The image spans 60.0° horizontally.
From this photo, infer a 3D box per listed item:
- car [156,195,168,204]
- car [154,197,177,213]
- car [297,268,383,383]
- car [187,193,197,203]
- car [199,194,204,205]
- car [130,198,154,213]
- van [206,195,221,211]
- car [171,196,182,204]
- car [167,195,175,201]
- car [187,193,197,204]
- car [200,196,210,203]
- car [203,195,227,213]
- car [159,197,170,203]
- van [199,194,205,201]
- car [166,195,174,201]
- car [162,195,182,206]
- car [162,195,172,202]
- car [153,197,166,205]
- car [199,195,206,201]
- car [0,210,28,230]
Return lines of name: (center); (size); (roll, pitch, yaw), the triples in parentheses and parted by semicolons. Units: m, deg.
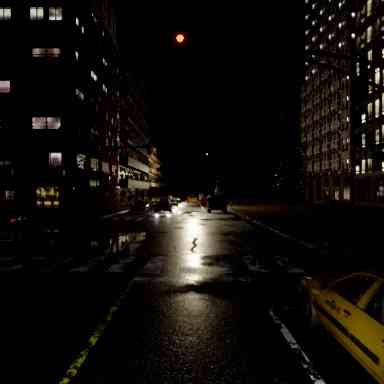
car: (-5.697, 1.487, 64.005); (1.967, 1.590, 4.097); (0, 0, 0)
car: (-3.096, 1.559, 36.872); (2.033, 1.411, 5.357); (0, 0, 0)
car: (2.686, 1.525, 4.129); (1.752, 1.417, 4.829); (0, 0, 0)
car: (0.000, 1.291, 75.861); (2.150, 2.045, 5.566); (0, 0, 0)
car: (2.683, 1.353, 58.478); (2.192, 1.841, 5.009); (0, 0, 0)
car: (-5.694, 1.562, 36.371); (2.008, 1.369, 4.403); (0, 0, 0)
van: (2.684, 1.357, 41.898); (1.690, 1.788, 3.998); (0, 0, 0)
car: (-3.030, 1.598, 66.336); (2.033, 1.411, 5.357); (0, 0, 1)
car: (-5.697, 1.642, 91.637); (1.887, 1.381, 4.507); (0, 0, 0)
car: (0.098, 1.526, 65.386); (1.882, 1.535, 5.008); (0, 0, 0)
car: (2.684, 1.600, 69.532); (1.887, 1.381, 4.507); (0, 0, 0)
car: (2.684, 1.326, 36.372); (2.192, 1.841, 5.009); (0, 0, 0)
car: (-5.696, 1.637, 69.532); (1.802, 1.307, 4.206); (0, 0, 0)
van: (2.682, 1.439, 91.637); (1.690, 1.788, 3.998); (0, 0, 0)
car: (-5.696, 1.611, 85.941); (1.752, 1.417, 4.829); (0, 0, 0)
car: (-3.075, 1.518, 51.019); (2.128, 1.511, 4.902); (0, 0, 0)
car: (-5.697, 1.505, 75.058); (1.967, 1.590, 4.097); (0, 0, 0)
car: (-5.696, 1.582, 58.477); (1.887, 1.381, 4.507); (0, 0, 0)
car: (2.684, 1.611, 86.281); (1.752, 1.417, 4.829); (0, 0, 0)
car: (-12.937, 1.731, 20.215); (5.357, 1.411, 2.033); (-1, 0, 2)
